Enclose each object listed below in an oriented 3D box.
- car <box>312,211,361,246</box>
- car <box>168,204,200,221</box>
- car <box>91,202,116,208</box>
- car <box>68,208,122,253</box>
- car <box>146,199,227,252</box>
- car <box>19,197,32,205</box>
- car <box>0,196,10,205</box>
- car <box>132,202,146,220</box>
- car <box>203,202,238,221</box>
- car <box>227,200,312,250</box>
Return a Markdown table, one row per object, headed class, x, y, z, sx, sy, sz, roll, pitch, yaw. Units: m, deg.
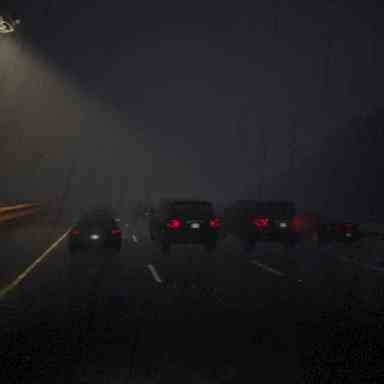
| class | x | y | z | sx | sy | sz | roll | pitch | yaw |
| --- | --- | --- | --- | --- | --- | --- | --- | --- | --- |
| car | 6.152 | 1.687 | 16.728 | 1.882 | 1.535 | 5.008 | 1 | 0 | -14 |
| car | -0.792 | 1.802 | 30.075 | 1.895 | 1.301 | 4.718 | 1 | 0 | -14 |
| car | -7.671 | 1.568 | 28.734 | 1.882 | 1.535 | 5.008 | 1 | 0 | -14 |
| car | -3.991 | 1.605 | 13.999 | 1.994 | 1.385 | 4.181 | 1 | 0 | -14 |
| car | -0.527 | 1.312 | 14.584 | 2.150 | 2.045 | 5.566 | 1 | 0 | -14 |
| car | -29.931 | 1.542 | 59.834 | 1.994 | 1.385 | 4.181 | 1 | 0 | -25 |
| car | -32.990 | 1.423 | 58.128 | 2.128 | 1.511 | 4.902 | 1 | 0 | -25 |
| car | -4.279 | 1.624 | 29.592 | 1.882 | 1.535 | 5.008 | 1 | 0 | -14 |
| car | 2.552 | 1.766 | 31.129 | 1.837 | 1.490 | 4.892 | 1 | 0 | -14 |
| car | 2.867 | 1.368 | 15.437 | 2.150 | 2.045 | 5.566 | 1 | 0 | -14 |
